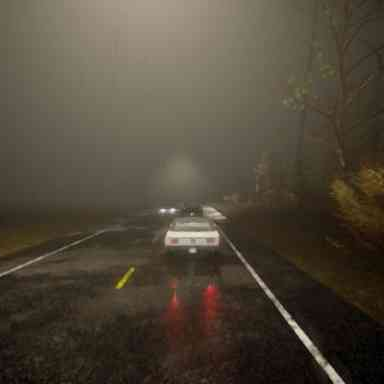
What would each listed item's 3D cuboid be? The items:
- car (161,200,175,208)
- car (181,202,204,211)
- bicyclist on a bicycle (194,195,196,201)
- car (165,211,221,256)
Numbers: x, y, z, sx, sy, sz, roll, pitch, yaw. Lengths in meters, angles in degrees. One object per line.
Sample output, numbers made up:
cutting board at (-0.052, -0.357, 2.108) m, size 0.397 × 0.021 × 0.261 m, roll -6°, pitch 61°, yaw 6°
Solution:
car at (-3.676, 1.830, 51.577) m, size 1.895 × 1.301 × 4.718 m, roll 0°, pitch 0°, yaw 0°
car at (0.016, 1.625, 29.707) m, size 2.128 × 1.511 × 4.902 m, roll 0°, pitch 0°, yaw 0°
bicyclist on a bicycle at (0.802, 1.754, 86.856) m, size 0.659 × 1.776 × 1.843 m, roll 0°, pitch 0°, yaw 0°
car at (0.039, 1.661, 13.268) m, size 1.895 × 1.301 × 4.718 m, roll 0°, pitch 0°, yaw 0°
